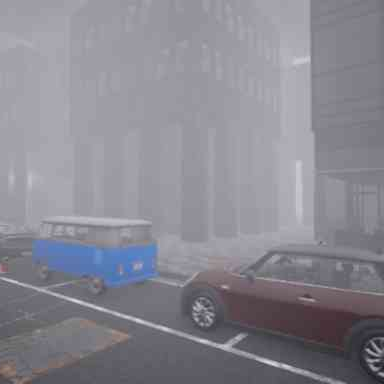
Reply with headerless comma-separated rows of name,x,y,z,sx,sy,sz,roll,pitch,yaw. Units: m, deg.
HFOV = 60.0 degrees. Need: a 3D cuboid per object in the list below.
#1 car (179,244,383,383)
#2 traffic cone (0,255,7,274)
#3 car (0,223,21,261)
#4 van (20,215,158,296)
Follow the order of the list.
car,1.729,1.611,5.683,4.097,1.590,1.967,-1,-2,37
traffic cone,-5.918,2.193,10.204,0.340,0.580,0.340,-1,-2,37
car,-7.277,1.837,12.422,4.403,1.369,2.008,-1,-2,37
van,-2.773,1.570,9.058,3.998,1.788,1.690,-1,-2,37
